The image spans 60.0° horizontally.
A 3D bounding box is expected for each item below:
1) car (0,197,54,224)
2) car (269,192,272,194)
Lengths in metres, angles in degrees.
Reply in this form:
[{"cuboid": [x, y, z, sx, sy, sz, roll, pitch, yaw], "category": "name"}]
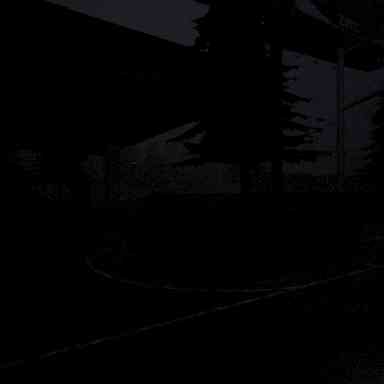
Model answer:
[{"cuboid": [-11.987, 1.313, 23.469, 3.866, 1.878, 1.905, 0, 0, -36], "category": "car"}, {"cuboid": [6.216, 1.050, 28.679, 2.150, 2.045, 5.566, 0, 1, -34], "category": "car"}]
